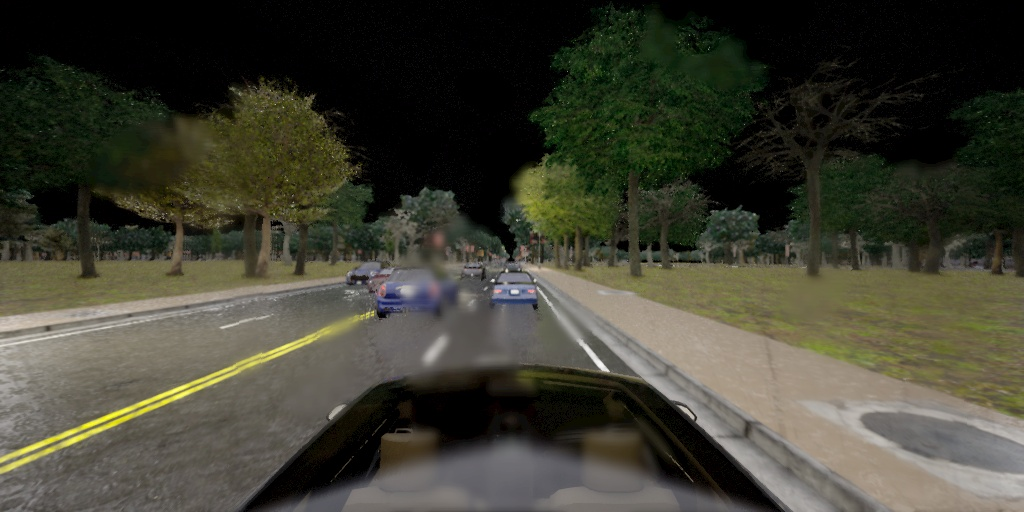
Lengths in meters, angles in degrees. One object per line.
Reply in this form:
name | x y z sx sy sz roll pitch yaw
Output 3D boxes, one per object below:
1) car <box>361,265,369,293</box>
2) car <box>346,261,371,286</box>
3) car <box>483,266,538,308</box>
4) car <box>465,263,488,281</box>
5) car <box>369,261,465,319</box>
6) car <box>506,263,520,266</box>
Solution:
car | -6.597 1.308 20.481 1.812 1.442 4.674 0 0 0
car | -9.834 1.146 25.307 2.097 1.767 4.553 0 0 0
car | 0.097 1.318 15.170 2.033 1.411 5.357 0 0 0
car | -3.155 1.302 30.821 2.128 1.511 4.902 0 0 0
car | -3.153 1.118 12.973 2.097 1.767 4.553 0 0 0
car | 0.094 1.443 38.617 1.895 1.301 4.718 0 0 0
